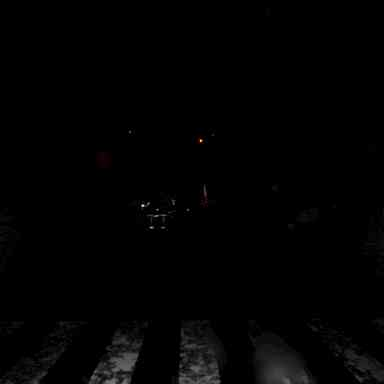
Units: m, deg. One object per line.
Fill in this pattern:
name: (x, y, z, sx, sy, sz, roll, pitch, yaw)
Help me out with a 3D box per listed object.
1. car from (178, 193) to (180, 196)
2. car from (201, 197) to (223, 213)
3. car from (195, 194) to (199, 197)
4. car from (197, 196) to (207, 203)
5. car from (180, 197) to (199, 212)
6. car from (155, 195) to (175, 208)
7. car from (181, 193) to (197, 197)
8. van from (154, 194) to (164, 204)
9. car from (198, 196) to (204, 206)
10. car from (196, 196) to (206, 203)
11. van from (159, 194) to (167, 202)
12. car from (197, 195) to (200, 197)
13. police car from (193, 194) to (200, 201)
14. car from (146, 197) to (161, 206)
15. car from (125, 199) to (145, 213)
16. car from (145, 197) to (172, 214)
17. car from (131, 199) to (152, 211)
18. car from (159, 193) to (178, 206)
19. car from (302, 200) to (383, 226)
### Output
car: (-3.790, 1.509, 62.442, 2.128, 1.511, 4.902, 0, 0, 0)
car: (2.393, 1.556, 36.412, 2.008, 1.369, 4.403, 0, 0, -1)
car: (2.029, 1.568, 62.615, 2.008, 1.369, 4.403, 0, 0, -1)
car: (1.953, 1.546, 68.074, 1.752, 1.417, 4.829, 0, 0, -1)
car: (-0.389, 1.607, 38.039, 1.895, 1.301, 4.718, 0, 0, 1)
car: (-3.563, 1.485, 43.513, 1.882, 1.535, 5.008, 0, 0, -1)
car: (-0.671, 1.511, 65.500, 2.128, 1.511, 4.902, 0, 0, -1)
van: (-6.554, 1.361, 66.685, 1.690, 1.788, 3.998, 0, 0, -1)
car: (2.242, 1.554, 47.300, 1.887, 1.381, 4.507, 0, 0, -1)
car: (1.882, 1.590, 73.193, 1.947, 1.339, 4.313, 0, 0, -1)
van: (-6.704, 1.369, 77.511, 1.690, 1.788, 3.998, 0, 0, -1)
car: (2.167, 1.562, 52.744, 2.008, 1.369, 4.403, 0, 0, -1)
police car: (1.246, 1.464, 90.590, 1.930, 1.638, 5.238, 0, 0, -1)
car: (-6.403, 1.579, 55.859, 1.947, 1.339, 4.313, 0, 0, -1)
car: (-6.131, 1.556, 36.297, 2.008, 1.369, 4.403, 0, 0, -1)
car: (-3.449, 1.569, 34.700, 1.994, 1.385, 4.181, 0, 0, -2)
car: (-6.200, 1.558, 41.289, 2.008, 1.369, 4.403, 0, 0, -1)
car: (-3.684, 1.364, 52.663, 2.097, 1.767, 4.553, 0, 0, -1)
car: (9.461, 1.286, 21.000, 4.902, 1.511, 2.128, -1, 0, -1)
